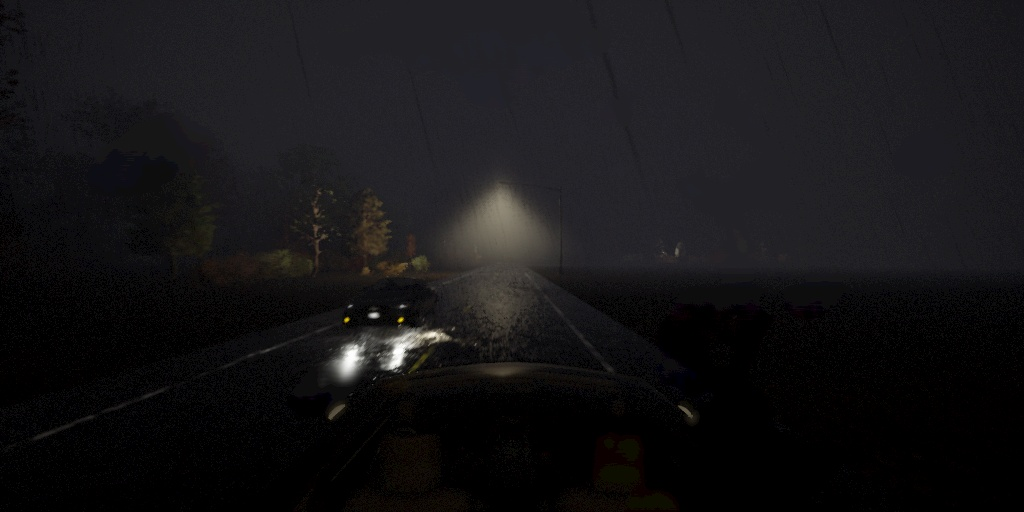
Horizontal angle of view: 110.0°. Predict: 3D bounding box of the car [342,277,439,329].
[{"bbox_3d":[-3.600,1.363,11.326,1.994,1.385,4.181,0,0,0],"label":"car"}]
